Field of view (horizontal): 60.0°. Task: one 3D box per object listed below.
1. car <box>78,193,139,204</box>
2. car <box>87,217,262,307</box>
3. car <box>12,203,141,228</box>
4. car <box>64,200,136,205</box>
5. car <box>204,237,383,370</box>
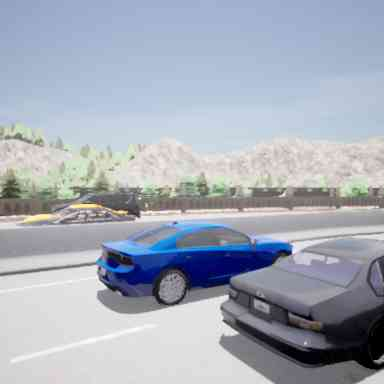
[{"bbox_3d":[-5.937,1.102,20.760,5.566,2.045,2.150,0,0,-31],"label":"car"},{"bbox_3d":[0.328,1.434,7.950,5.008,1.535,1.882,0,0,-33],"label":"car"},{"bbox_3d":[-4.591,1.413,13.321,4.902,1.511,2.128,0,0,-32],"label":"car"},{"bbox_3d":[-5.686,1.379,16.770,5.008,1.535,1.882,0,0,-32],"label":"car"},{"bbox_3d":[3.044,1.521,5.600,5.357,1.411,2.033,0,0,-31],"label":"car"}]
